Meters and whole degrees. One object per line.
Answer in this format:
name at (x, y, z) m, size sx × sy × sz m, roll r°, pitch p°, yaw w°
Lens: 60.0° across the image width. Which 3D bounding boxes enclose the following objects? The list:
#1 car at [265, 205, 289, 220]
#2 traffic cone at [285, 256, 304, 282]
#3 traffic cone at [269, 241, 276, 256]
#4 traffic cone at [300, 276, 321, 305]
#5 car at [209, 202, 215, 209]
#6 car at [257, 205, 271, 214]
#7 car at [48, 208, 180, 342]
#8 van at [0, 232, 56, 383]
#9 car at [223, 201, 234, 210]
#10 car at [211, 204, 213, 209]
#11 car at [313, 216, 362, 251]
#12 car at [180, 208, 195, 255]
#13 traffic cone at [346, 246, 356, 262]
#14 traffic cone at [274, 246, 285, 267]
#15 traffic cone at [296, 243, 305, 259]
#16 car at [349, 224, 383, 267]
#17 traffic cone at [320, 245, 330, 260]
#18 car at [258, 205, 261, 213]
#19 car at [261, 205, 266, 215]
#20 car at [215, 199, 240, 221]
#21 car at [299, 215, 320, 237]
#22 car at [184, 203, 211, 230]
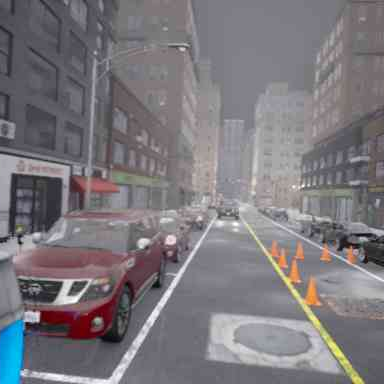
car at (10.245, 2.534, 39.126) m, size 2.008 × 1.369 × 4.403 m, roll 2°, pitch -1°, yaw 6°
traffic cone at (2.906, 2.218, 9.449) m, size 0.340 × 0.580 × 0.340 m, roll 3°, pitch -1°, yaw 6°
traffic cone at (3.329, 2.286, 13.426) m, size 0.340 × 0.580 × 0.340 m, roll 3°, pitch -1°, yaw 6°
traffic cone at (2.694, 2.184, 7.461) m, size 0.340 × 0.580 × 0.340 m, roll 3°, pitch -1°, yaw 6°
car at (3.537, 2.369, 56.696) m, size 1.887 × 1.381 × 4.507 m, roll 2°, pitch -1°, yaw 6°
car at (12.021, 2.840, 55.786) m, size 1.802 × 1.307 × 4.206 m, roll 2°, pitch -1°, yaw 6°
car at (-1.776, 1.300, 6.718) m, size 2.192 × 1.841 × 5.009 m, roll 2°, pitch -1°, yaw 6°
van at (-2.368, 1.231, 1.164) m, size 1.690 × 1.788 × 3.998 m, roll 2°, pitch -1°, yaw 6°
car at (6.946, 2.554, 63.437) m, size 1.882 × 1.535 × 5.008 m, roll 3°, pitch -1°, yaw 6°
car at (0.579, 1.946, 28.928) m, size 1.802 × 1.307 × 4.206 m, roll 2°, pitch -1°, yaw 6°
car at (7.873, 2.174, 16.912) m, size 1.947 × 1.339 × 4.313 m, roll 2°, pitch -1°, yaw 6°
car at (-1.189, 1.520, 12.269) m, size 1.967 × 1.590 × 4.097 m, roll 2°, pitch -1°, yaw 6°
traffic cone at (6.274, 2.437, 13.101) m, size 0.340 × 0.580 × 0.340 m, roll 3°, pitch -1°, yaw 3°
traffic cone at (3.117, 2.252, 11.438) m, size 0.340 × 0.580 × 0.340 m, roll 3°, pitch -1°, yaw 6°
traffic cone at (4.322, 2.337, 13.319) m, size 0.340 × 0.580 × 0.340 m, roll 3°, pitch -1°, yaw 6°
car at (7.281, 2.079, 11.358) m, size 1.947 × 1.339 × 4.313 m, roll 2°, pitch -1°, yaw 6°
traffic cone at (5.315, 2.388, 13.212) m, size 0.340 × 0.580 × 0.340 m, roll 3°, pitch -1°, yaw 6°
car at (11.429, 2.733, 50.233) m, size 1.947 × 1.339 × 4.313 m, roll 2°, pitch -1°, yaw 6°
car at (10.856, 2.604, 44.849) m, size 1.752 × 1.417 × 4.829 m, roll 2°, pitch -1°, yaw 6°
car at (3.859, 1.828, 35.252) m, size 2.150 × 2.045 × 5.566 m, roll 3°, pitch -1°, yaw 6°
car at (8.467, 2.254, 22.465) m, size 2.008 × 1.369 × 4.403 m, roll 2°, pitch -1°, yaw 6°
car at (-0.007, 1.710, 23.376) m, size 1.967 × 1.590 × 4.097 m, roll 2°, pitch -1°, yaw 6°
